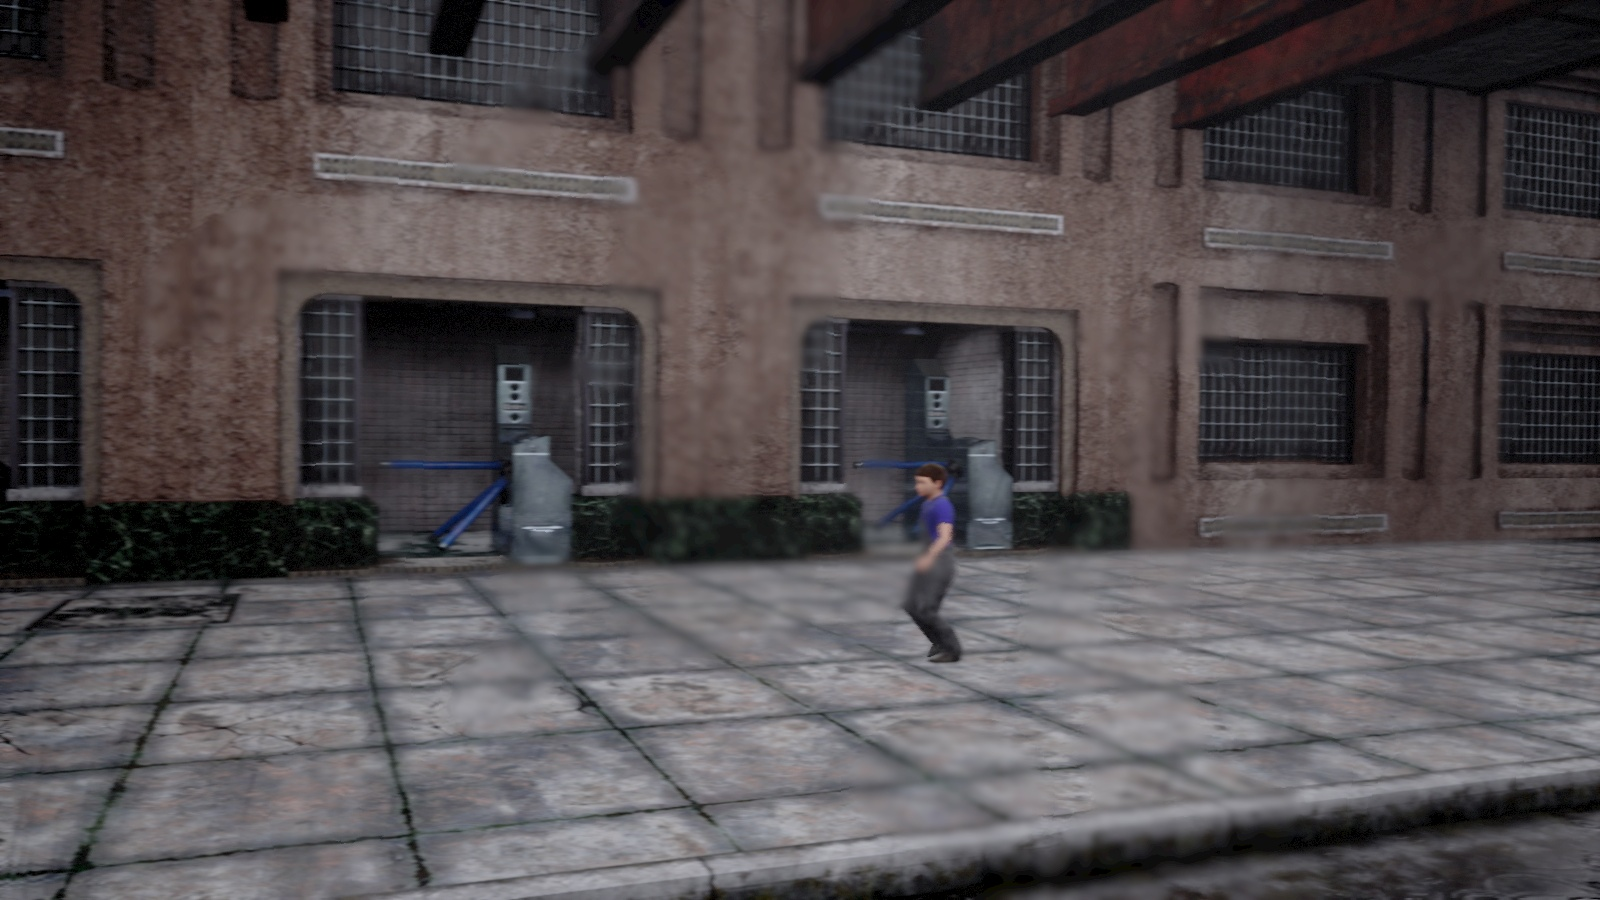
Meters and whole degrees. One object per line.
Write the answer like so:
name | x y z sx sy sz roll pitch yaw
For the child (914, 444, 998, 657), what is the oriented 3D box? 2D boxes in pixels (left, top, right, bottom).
child | 0.947 0.600 7.658 0.437 1.263 0.270 -1 1 -11
